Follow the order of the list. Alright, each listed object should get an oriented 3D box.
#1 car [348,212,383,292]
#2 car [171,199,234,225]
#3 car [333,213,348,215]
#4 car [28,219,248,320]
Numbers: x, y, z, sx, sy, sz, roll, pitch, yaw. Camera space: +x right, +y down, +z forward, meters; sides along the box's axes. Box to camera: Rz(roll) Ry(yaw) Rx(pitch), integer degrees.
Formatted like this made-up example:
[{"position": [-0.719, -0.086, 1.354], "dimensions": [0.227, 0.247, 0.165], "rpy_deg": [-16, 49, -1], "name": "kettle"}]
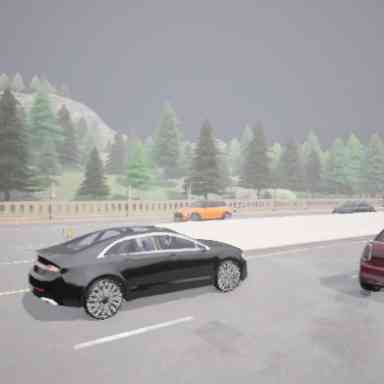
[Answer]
[{"position": [6.016, 1.411, 7.863], "dimensions": [4.553, 1.767, 2.097], "rpy_deg": [1, 0, -34], "name": "car"}, {"position": [0.849, 1.440, 25.732], "dimensions": [4.553, 1.767, 2.097], "rpy_deg": [0, 0, -34], "name": "car"}, {"position": [15.150, 1.694, 31.069], "dimensions": [4.892, 1.490, 1.837], "rpy_deg": [1, 0, -33], "name": "car"}, {"position": [-0.896, 1.510, 7.368], "dimensions": [4.902, 1.511, 2.128], "rpy_deg": [0, 0, -35], "name": "car"}]
